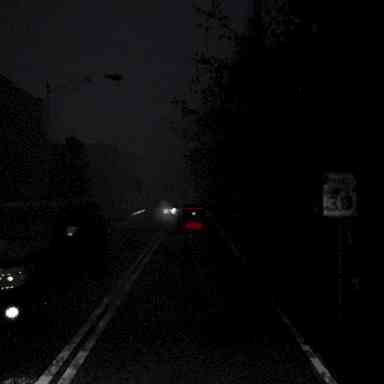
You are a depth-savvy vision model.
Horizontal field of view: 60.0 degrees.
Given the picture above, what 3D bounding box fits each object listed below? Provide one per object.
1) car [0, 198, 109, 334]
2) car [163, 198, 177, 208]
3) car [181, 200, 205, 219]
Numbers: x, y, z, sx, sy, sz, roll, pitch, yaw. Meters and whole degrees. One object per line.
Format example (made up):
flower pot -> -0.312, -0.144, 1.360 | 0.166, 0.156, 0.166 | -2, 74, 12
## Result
car -> -3.345, 1.189, 7.037 | 2.150, 2.045, 5.566 | 0, 0, 0
car -> -3.212, 1.569, 48.780 | 2.128, 1.511, 4.902 | 0, 0, 0
car -> 0.153, 1.508, 29.465 | 1.837, 1.490, 4.892 | 0, 0, 0
